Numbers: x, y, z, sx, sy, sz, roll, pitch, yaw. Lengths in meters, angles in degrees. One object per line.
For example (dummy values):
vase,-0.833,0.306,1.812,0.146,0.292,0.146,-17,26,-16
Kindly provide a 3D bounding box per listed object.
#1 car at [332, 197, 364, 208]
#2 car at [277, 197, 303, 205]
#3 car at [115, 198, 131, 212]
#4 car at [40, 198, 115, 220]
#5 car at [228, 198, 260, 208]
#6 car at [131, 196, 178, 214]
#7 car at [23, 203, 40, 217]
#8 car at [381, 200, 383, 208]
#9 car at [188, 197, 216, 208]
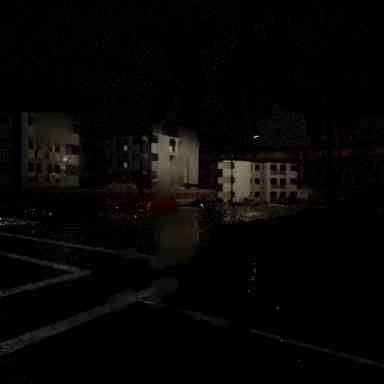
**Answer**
car,21.293,1.443,45.508,4.892,1.490,1.837,0,0,-18
car,16.229,1.438,55.167,4.181,1.385,1.994,0,0,-19
car,-6.144,1.318,35.845,2.128,1.511,4.902,0,0,38
car,-8.924,1.340,26.409,2.128,1.511,4.902,0,0,37
car,7.236,1.460,46.121,4.718,1.301,1.895,0,0,-38
car,-3.489,1.202,33.550,2.097,1.767,4.553,0,0,38
car,-11.779,1.330,28.432,1.837,1.490,4.892,0,0,37
car,27.006,1.332,42.776,4.553,1.767,2.097,0,0,-6
car,1.439,1.396,45.205,1.994,1.385,4.181,1,0,42
